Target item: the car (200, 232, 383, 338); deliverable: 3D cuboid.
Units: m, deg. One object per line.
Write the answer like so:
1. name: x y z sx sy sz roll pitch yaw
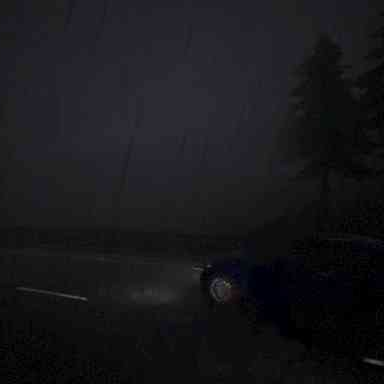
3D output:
1. car: 2.376 1.511 6.318 4.674 1.442 1.812 -1 0 32
